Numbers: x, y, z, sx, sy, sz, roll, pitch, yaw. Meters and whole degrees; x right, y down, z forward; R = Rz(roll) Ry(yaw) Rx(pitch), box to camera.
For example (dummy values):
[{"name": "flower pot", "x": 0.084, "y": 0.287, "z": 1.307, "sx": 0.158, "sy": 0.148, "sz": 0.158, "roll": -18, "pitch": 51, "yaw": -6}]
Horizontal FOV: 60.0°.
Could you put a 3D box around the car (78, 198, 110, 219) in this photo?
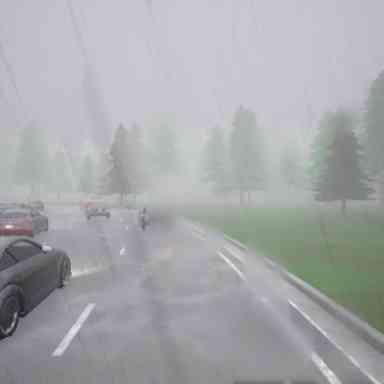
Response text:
[{"name": "car", "x": -8.299, "y": 1.510, "z": 28.609, "sx": 2.033, "sy": 1.411, "sz": 5.357, "roll": 0, "pitch": 0, "yaw": -23}]

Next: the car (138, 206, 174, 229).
[{"name": "car", "x": -2.420, "y": 1.551, "z": 21.133, "sx": 1.895, "sy": 1.301, "sz": 4.718, "roll": 0, "pitch": 0, "yaw": -13}]

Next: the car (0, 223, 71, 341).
[{"name": "car", "x": -3.838, "y": 1.567, "z": 6.455, "sx": 1.994, "sy": 1.385, "sz": 4.181, "roll": 0, "pitch": 0, "yaw": -4}]

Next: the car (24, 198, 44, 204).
[{"name": "car", "x": -18.494, "y": 1.486, "z": 38.121, "sx": 2.128, "sy": 1.511, "sz": 4.902, "roll": 0, "pitch": 0, "yaw": -40}]

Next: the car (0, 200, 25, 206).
[{"name": "car", "x": -16.558, "y": 1.555, "z": 29.865, "sx": 2.033, "sy": 1.411, "sz": 5.357, "roll": 0, "pitch": 0, "yaw": -30}]

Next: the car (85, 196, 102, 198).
[{"name": "car", "x": -12.894, "y": 1.300, "z": 42.678, "sx": 2.097, "sy": 1.767, "sz": 4.553, "roll": -1, "pitch": 0, "yaw": -40}]

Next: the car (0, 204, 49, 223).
[{"name": "car", "x": -8.820, "y": 1.564, "z": 17.330, "sx": 1.994, "sy": 1.385, "sz": 4.181, "roll": 0, "pitch": 0, "yaw": -11}]
